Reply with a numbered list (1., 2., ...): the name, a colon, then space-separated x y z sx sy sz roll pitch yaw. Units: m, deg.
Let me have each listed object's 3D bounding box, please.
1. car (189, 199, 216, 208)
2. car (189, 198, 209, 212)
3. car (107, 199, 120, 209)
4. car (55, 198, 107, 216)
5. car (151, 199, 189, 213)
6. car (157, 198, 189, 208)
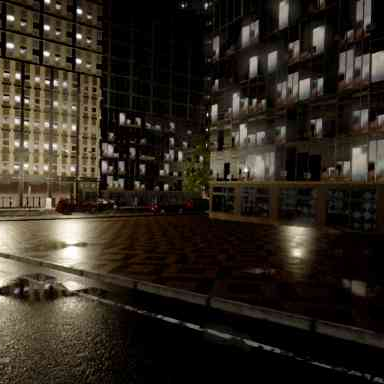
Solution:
1. car: 1.805 1.873 56.112 4.313 1.339 1.947 1 1 -34
2. car: 1.560 1.782 46.404 5.009 1.841 2.192 1 1 -34
3. car: -12.249 1.722 46.535 4.403 1.369 2.008 1 1 -34
4. car: -12.493 1.646 36.828 5.009 1.841 2.192 1 1 -34
5. car: -3.129 1.966 43.216 4.507 1.381 1.887 1 1 -34
6. car: -3.019 1.786 52.823 4.829 1.417 1.752 1 1 -34
